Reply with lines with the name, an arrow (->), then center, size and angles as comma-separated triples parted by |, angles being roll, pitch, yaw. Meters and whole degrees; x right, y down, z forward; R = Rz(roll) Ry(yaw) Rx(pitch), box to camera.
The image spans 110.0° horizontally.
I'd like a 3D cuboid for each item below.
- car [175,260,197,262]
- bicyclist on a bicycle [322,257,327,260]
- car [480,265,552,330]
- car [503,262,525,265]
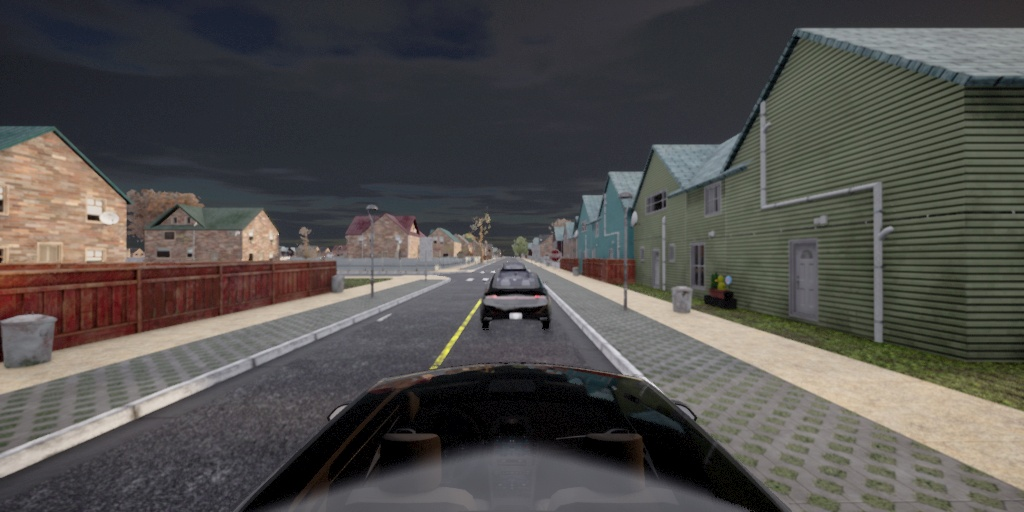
car -> -29.117, 1.096, 32.576 | 4.674, 1.442, 1.812 | 0, 0, 0
bicyclist on a bicycle -> -20.151, 0.909, 38.482 | 0.582, 1.620, 1.656 | 0, 0, 0
car -> 0.110, 1.195, 10.930 | 2.128, 1.511, 4.902 | 0, 0, 0
car -> 0.088, 1.137, 22.297 | 2.128, 1.511, 4.902 | 0, 0, -1
